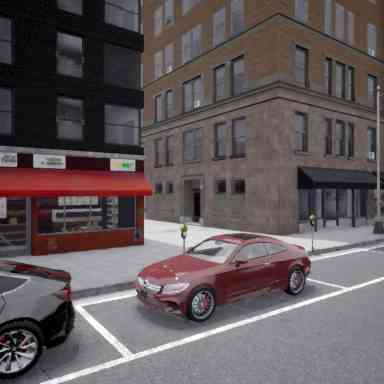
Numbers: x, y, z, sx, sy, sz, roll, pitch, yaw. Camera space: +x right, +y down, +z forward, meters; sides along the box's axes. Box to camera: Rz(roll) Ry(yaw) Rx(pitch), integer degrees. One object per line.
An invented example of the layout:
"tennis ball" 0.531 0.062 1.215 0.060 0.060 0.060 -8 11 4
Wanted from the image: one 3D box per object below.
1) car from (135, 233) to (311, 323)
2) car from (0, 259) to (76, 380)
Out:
"car" 0.851 1.582 7.137 4.206 1.307 1.802 0 0 -35
"car" -3.630 1.566 3.945 4.313 1.339 1.947 0 0 -35
